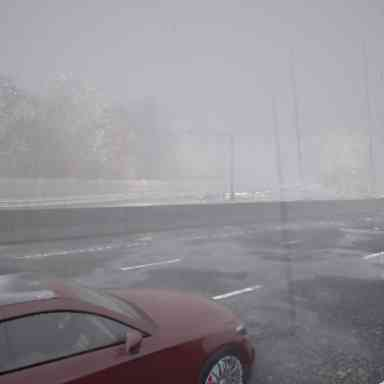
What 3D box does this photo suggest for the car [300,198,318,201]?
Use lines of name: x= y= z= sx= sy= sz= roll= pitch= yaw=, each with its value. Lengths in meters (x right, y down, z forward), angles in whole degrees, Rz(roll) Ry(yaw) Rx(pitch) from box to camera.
car: x=15.069 y=1.432 z=43.285 sx=4.718 sy=1.301 sz=1.895 roll=0 pitch=0 yaw=-38

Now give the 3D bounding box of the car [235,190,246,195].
car: x=9.769 y=0.364 z=68.199 sx=2.128 sy=1.511 sz=4.902 roll=0 pitch=2 yaw=29

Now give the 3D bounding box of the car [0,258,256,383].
car: x=-1.449 y=1.503 z=2.991 sx=4.674 sy=1.442 sz=1.812 roll=0 pitch=0 yaw=-39

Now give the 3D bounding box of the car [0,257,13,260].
car: x=-4.748 y=1.461 z=4.832 sx=4.892 sy=1.490 sz=1.837 roll=0 pitch=0 yaw=-39

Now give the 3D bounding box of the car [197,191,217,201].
car: x=2.429 y=0.642 z=54.545 sx=2.128 sy=1.511 sz=4.902 roll=0 pitch=1 yaw=28

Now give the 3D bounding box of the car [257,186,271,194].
car: x=17.610 y=-0.507 z=81.446 sx=2.150 sy=2.045 sz=5.566 roll=0 pitch=3 yaw=32

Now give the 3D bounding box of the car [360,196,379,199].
car: x=28.761 y=1.328 z=54.153 sx=4.902 sy=1.511 sz=2.128 roll=0 pitch=0 yaw=-38
